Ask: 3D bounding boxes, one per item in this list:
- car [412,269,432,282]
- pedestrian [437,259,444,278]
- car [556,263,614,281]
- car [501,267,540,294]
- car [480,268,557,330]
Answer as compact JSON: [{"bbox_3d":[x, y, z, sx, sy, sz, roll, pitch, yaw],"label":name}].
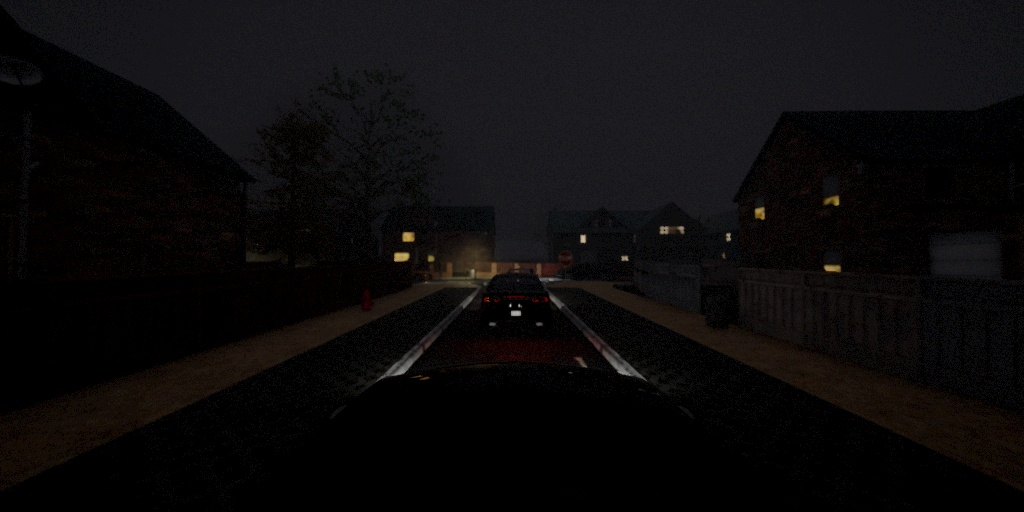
[{"bbox_3d":[-8.724,1.375,27.893,5.008,1.535,1.882,0,-2,1],"label":"car"},{"bbox_3d":[-6.726,1.178,33.736,0.375,1.860,0.375,0,-1,1],"label":"pedestrian"},{"bbox_3d":[6.154,1.341,30.657,4.892,1.490,1.837,-1,-2,1],"label":"car"},{"bbox_3d":[0.635,1.395,21.805,1.895,1.301,4.718,0,0,7],"label":"car"},{"bbox_3d":[0.097,1.249,11.219,1.882,1.535,5.008,0,0,0],"label":"car"}]
